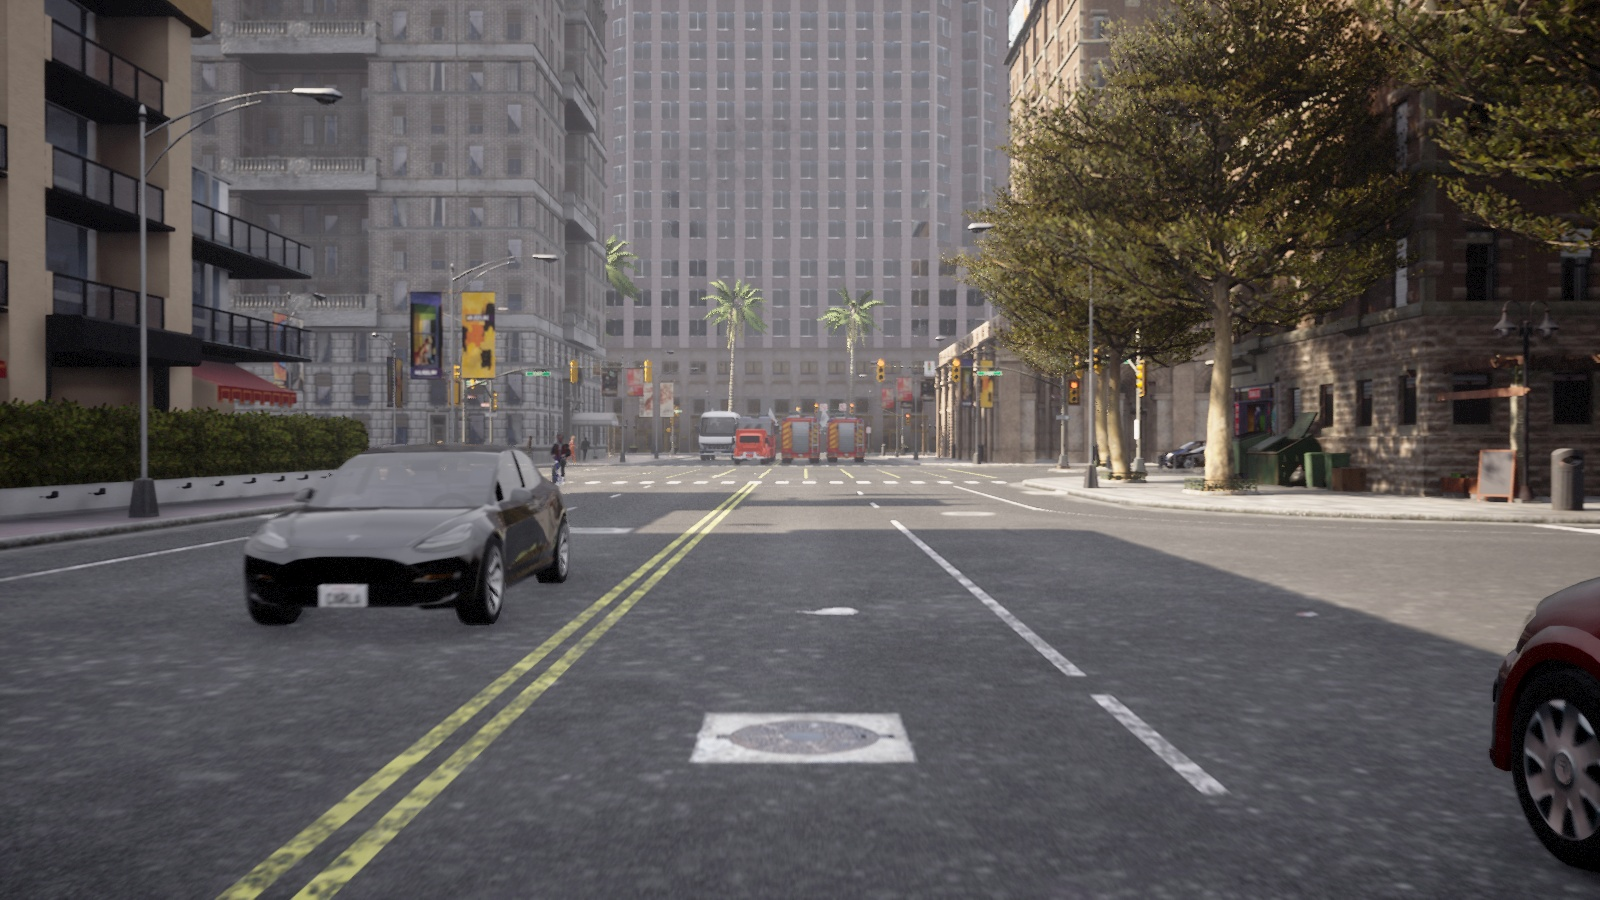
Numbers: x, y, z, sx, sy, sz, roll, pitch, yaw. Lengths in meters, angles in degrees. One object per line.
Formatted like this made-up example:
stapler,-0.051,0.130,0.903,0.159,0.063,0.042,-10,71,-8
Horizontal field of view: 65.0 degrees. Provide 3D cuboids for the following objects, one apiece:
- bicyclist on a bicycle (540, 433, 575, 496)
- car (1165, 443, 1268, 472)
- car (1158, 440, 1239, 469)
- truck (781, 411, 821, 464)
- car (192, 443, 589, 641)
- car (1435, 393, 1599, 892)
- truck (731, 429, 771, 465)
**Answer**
bicyclist on a bicycle,-6.960,0.408,36.159,0.659,1.776,1.843,0,0,0
car,22.225,0.383,67.189,4.792,1.488,2.163,0,0,1
car,22.400,0.261,70.720,3.988,1.617,1.851,0,0,1
truck,0.071,-0.956,95.096,2.891,3.827,8.468,0,0,0
car,-3.474,0.677,11.813,2.163,1.488,4.792,0,0,0
car,3.517,0.629,3.141,1.851,1.617,3.988,0,0,0
truck,-3.428,-0.244,88.739,2.627,2.467,5.204,0,0,0
